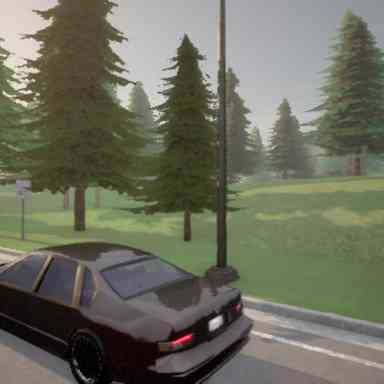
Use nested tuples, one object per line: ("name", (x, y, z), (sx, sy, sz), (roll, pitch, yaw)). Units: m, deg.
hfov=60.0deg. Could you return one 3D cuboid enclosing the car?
("car", (-1.769, 1.540, 5.253), (5.357, 1.411, 2.033), (0, 0, 35))
